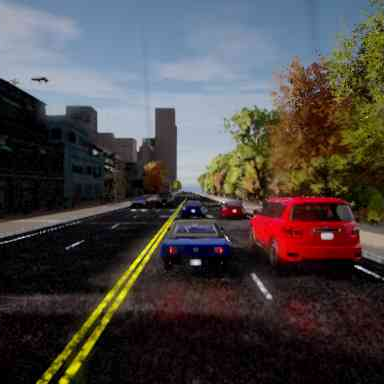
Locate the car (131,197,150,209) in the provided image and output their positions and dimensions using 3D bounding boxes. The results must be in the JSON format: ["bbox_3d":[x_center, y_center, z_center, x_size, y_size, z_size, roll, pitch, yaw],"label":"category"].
[{"bbox_3d":[-6.584,1.378,42.835,2.033,1.411,5.357,0,0,0],"label":"car"}]

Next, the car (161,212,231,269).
[{"bbox_3d":[0.103,1.557,10.976,1.895,1.301,4.718,0,0,0],"label":"car"}]

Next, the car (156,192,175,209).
[{"bbox_3d":[-3.333,1.050,42.597,2.150,2.045,5.566,0,1,0],"label":"car"}]

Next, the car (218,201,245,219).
[{"bbox_3d":[3.355,1.453,28.197,1.994,1.385,4.181,0,0,0],"label":"car"}]

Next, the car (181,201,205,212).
[{"bbox_3d":[0.105,1.452,28.256,1.994,1.385,4.181,0,0,0],"label":"car"}]

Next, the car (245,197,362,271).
[{"bbox_3d":[3.353,1.178,10.928,2.150,2.045,5.566,0,0,0],"label":"car"}]
